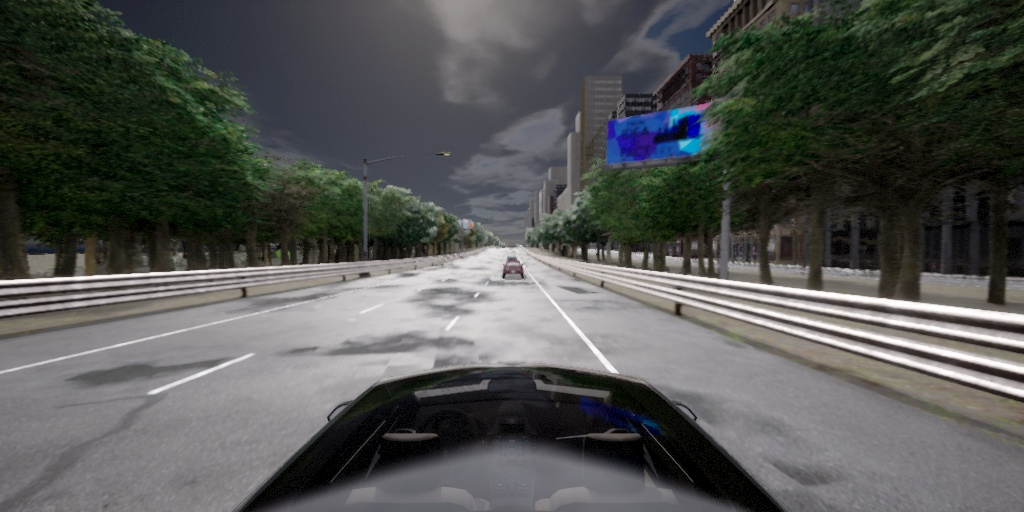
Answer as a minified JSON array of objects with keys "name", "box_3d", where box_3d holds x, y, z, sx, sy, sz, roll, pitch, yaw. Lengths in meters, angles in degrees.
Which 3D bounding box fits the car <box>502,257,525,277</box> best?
[{"name":"car","box_3d":[0.107,1.119,32.439,1.812,1.442,4.674,0,1,0]}]
